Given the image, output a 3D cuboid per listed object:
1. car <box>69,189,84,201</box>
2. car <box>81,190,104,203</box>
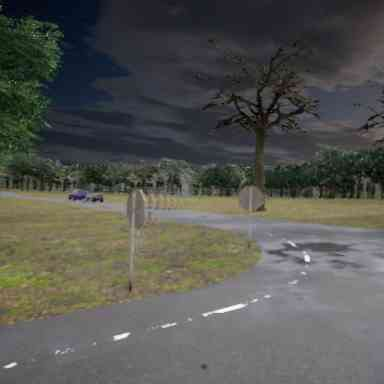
[{"bbox_3d":[-20.053,0.580,58.818,2.150,2.045,5.566,3,-2,-36],"label":"car"},{"bbox_3d":[-15.353,0.897,52.338,1.837,1.490,4.892,3,-1,-35],"label":"car"}]
